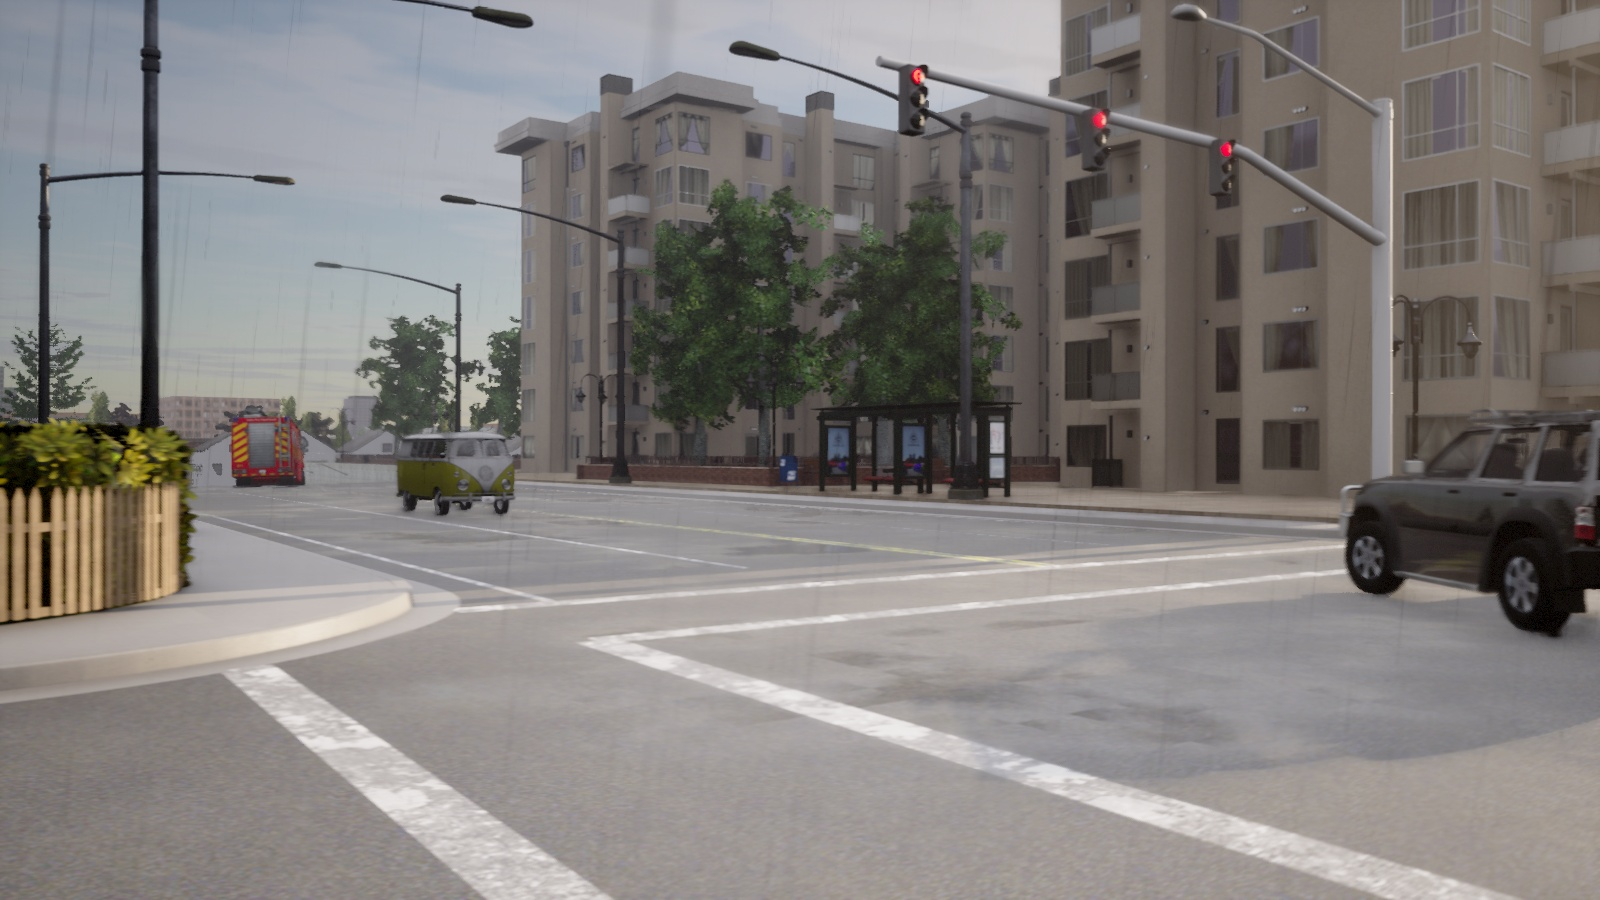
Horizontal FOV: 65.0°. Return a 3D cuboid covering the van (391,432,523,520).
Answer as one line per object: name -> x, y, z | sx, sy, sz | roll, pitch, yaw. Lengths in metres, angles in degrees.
van -> -8.473, 0.595, 30.762 | 1.775, 1.987, 4.442 | 0, 0, -34

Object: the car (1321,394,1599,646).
car -> 6.698, 0.535, 11.542 | 1.932, 1.855, 4.605 | 0, 0, 0

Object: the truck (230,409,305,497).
truck -> -28.054, 0.276, 66.466 | 2.891, 3.827, 8.468 | -2, -5, -18
